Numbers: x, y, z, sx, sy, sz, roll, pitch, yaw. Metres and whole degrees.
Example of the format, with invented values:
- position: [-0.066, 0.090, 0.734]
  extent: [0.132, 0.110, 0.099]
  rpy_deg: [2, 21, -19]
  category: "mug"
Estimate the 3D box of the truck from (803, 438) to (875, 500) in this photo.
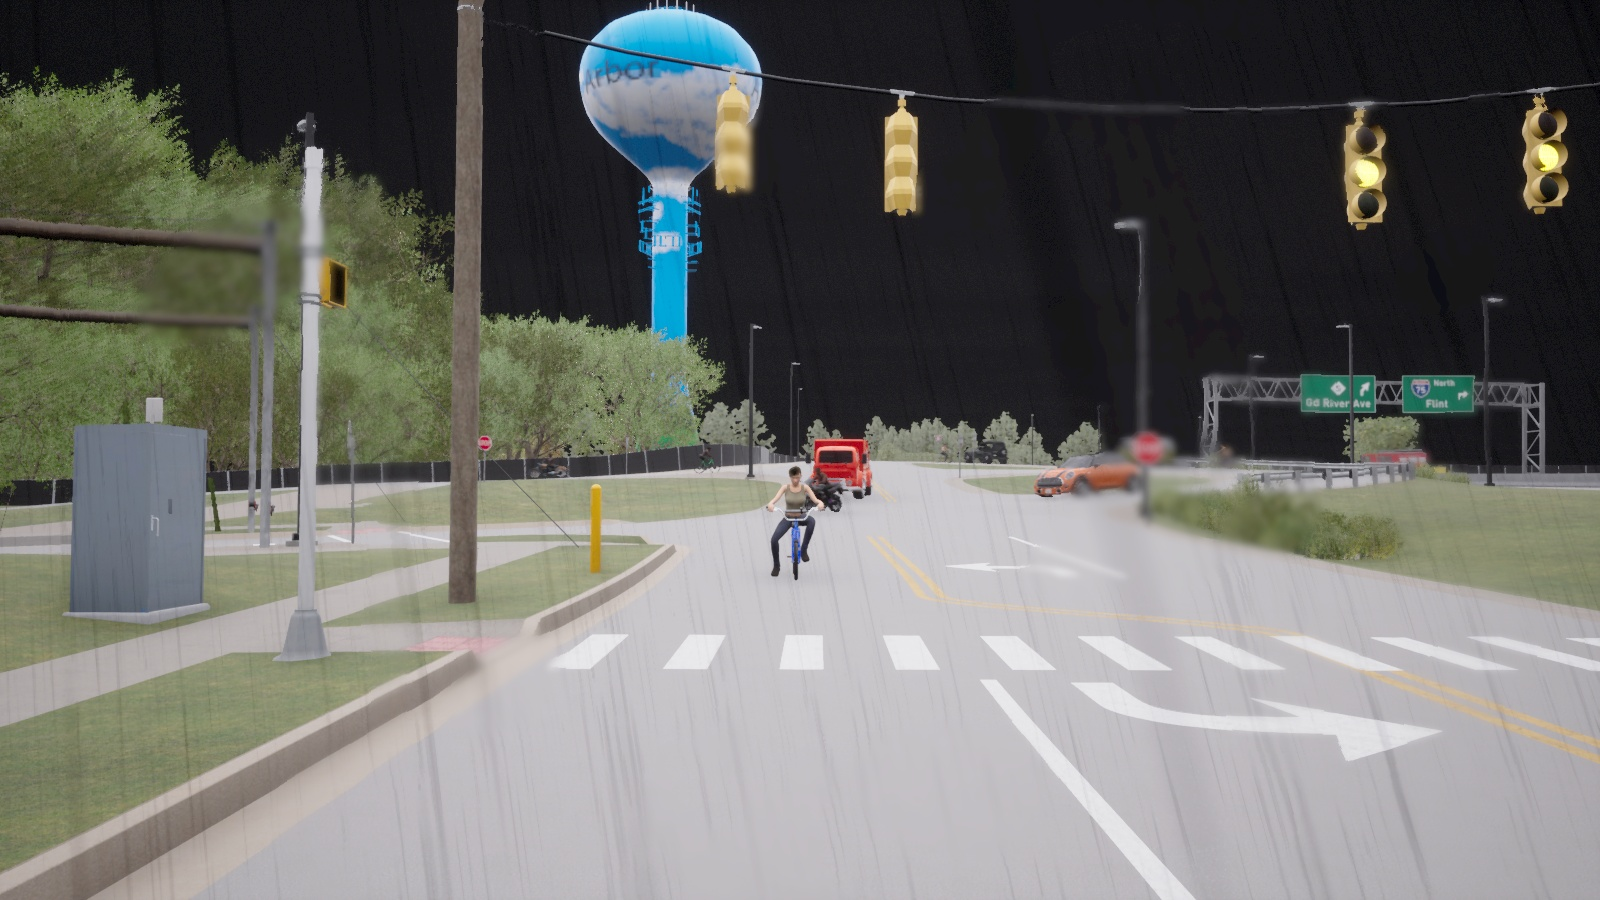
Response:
- position: [1.719, 0.758, 53.378]
  extent: [2.627, 2.467, 5.204]
  rpy_deg: [0, 1, 6]
  category: "truck"

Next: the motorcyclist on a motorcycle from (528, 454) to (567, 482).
- position: [-15.974, 1.162, 79.392]
  extent: [2.350, 1.649, 0.766]
  rpy_deg: [-2, -2, -12]
  category: "motorcyclist on a motorcycle"

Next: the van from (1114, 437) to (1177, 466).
- position: [24.357, 0.093, 88.667]
  extent: [1.775, 1.987, 4.442]
  rpy_deg: [1, 0, -25]
  category: "van"

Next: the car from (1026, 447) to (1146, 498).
- position: [11.391, 0.881, 49.894]
  extent: [4.553, 1.767, 2.097]
  rpy_deg: [-2, -1, -36]
  category: "car"

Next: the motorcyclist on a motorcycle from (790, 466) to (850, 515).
- position: [0.668, 1.318, 41.201]
  extent: [0.797, 1.523, 2.044]
  rpy_deg: [-1, 0, 44]
  category: "motorcyclist on a motorcycle"

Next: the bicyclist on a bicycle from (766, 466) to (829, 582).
- position: [-0.056, 1.042, 18.222]
  extent: [0.866, 1.612, 1.509]
  rpy_deg: [0, -1, -1]
  category: "bicyclist on a bicycle"
